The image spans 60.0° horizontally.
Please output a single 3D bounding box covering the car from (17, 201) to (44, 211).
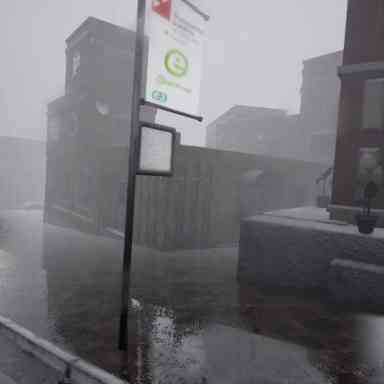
[{"bbox_3d":[-24.899,2.169,51.616,1.812,1.442,4.674,4,-1,12],"label":"car"}]
